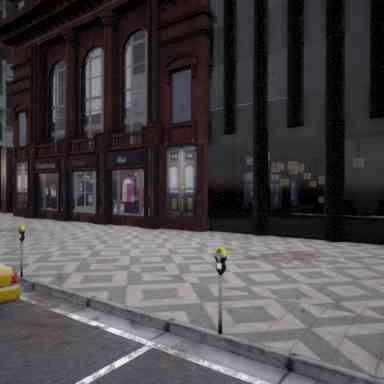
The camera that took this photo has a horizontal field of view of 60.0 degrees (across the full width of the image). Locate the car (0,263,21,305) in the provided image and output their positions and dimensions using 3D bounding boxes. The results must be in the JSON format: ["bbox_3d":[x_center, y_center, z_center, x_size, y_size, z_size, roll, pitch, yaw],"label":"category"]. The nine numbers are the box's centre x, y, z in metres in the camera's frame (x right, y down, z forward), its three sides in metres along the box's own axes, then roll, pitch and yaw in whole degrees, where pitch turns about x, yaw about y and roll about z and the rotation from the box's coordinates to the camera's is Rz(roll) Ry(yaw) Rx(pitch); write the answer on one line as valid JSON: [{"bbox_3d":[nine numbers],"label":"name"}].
[{"bbox_3d":[-5.372,1.525,6.788,4.829,1.417,1.752,0,0,35],"label":"car"}]
